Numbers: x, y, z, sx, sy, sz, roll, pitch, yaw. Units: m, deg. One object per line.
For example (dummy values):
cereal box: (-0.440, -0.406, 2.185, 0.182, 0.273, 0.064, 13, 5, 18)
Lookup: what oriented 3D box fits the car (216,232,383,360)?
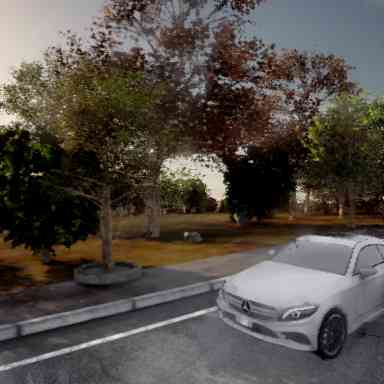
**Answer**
car: (2.549, 1.530, 6.113, 4.674, 1.442, 1.812, 0, 0, -39)
